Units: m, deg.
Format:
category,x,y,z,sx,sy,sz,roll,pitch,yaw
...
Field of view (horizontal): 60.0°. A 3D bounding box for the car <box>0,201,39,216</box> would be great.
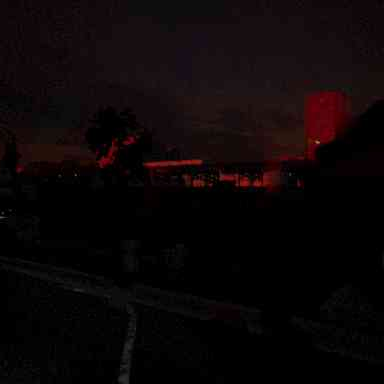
category,x,y,z,sx,sy,sz,roll,pitch,yaw
car,-15.832,1.565,32.790,2.033,1.411,5.357,0,0,34
